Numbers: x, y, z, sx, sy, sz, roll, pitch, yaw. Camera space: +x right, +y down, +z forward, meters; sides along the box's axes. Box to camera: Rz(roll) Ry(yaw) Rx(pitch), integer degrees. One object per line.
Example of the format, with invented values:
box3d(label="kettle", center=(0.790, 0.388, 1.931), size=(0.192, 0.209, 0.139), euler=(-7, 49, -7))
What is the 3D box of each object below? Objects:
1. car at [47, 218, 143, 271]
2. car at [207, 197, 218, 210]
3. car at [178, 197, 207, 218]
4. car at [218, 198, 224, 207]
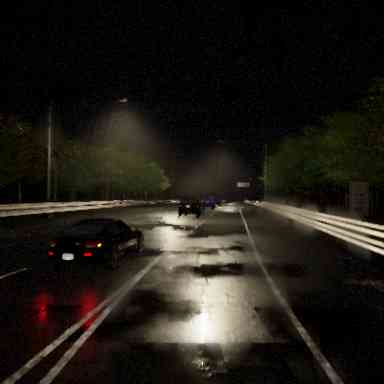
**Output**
box3d(label="car", center=(-3.012, 1.592, 11.155), size=(1.812, 1.442, 4.674), euler=(1, -1, 7))
box3d(label="car", center=(2.734, 1.884, 55.823), size=(2.150, 2.045, 5.566), euler=(1, -1, 7))
box3d(label="car", center=(-0.046, 1.551, 34.409), size=(2.150, 2.045, 5.566), euler=(1, -1, 7))
box3d(label="car", center=(5.772, 2.385, 78.787), size=(2.150, 2.045, 5.566), euler=(1, -1, 8))
